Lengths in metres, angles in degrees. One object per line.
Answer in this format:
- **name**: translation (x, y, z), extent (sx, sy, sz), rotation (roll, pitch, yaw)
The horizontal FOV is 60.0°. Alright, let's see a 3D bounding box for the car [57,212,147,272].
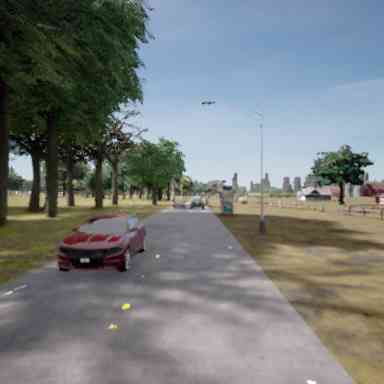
- **car**: translation (-2.691, 1.472, 10.975), extent (1.882, 1.535, 5.008), rotation (0, 0, 1)

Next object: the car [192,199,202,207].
- **car**: translation (0.983, 2.012, 62.621), extent (1.837, 1.490, 4.892), rotation (0, -1, 1)

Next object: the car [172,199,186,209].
- **car**: translation (-2.001, 1.886, 52.520), extent (1.812, 1.442, 4.674), rotation (0, -1, 1)

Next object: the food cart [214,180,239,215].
- **food cart**: translation (3.653, 0.627, 36.024), extent (2.280, 3.560, 4.660), rotation (-1, -2, 1)

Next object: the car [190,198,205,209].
- **car**: translation (0.839, 1.694, 50.764), extent (2.097, 1.767, 4.553), rotation (0, -1, 1)
